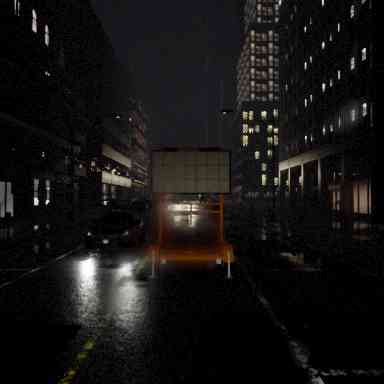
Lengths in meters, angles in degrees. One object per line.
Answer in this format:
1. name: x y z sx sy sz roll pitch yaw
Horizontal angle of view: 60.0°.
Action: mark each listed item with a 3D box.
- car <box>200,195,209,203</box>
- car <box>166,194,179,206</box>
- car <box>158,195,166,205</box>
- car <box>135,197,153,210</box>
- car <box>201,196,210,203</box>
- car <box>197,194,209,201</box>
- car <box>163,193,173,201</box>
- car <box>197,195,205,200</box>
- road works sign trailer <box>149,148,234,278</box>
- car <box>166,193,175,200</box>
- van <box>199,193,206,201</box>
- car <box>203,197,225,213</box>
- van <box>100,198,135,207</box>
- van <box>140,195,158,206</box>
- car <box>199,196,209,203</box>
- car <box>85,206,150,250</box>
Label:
1. car: 2.586 1.519 47.910 1.887 1.381 4.507 1 0 0
2. car: -3.138 1.529 54.778 1.994 1.385 4.181 0 0 0
3. car: -5.810 1.518 53.705 2.008 1.369 4.403 1 0 0
4. car: -5.768 1.552 36.610 1.947 1.339 4.313 1 0 0
5. car: 2.599 1.532 42.212 2.008 1.369 4.403 1 0 0
6. car: 2.547 1.264 65.005 2.192 1.841 5.009 1 0 0
7. car: -5.876 1.234 82.199 2.192 1.841 5.009 1 0 0
8. car: 2.462 1.474 87.796 1.947 1.339 4.313 1 0 0
9. road works sign trailer: -0.025 0.465 10.128 2.380 3.560 2.880 0 0 0
10. car: -5.904 1.212 93.594 2.192 1.841 5.009 1 0 0
11. van: 2.514 1.261 82.098 1.690 1.788 3.998 1 0 0
12. car: 2.614 1.537 36.514 2.008 1.369 4.403 1 0 0
13. van: -5.735 1.335 25.209 1.690 1.788 3.998 1 0 0
14. van: -5.777 1.322 42.307 1.690 1.788 3.998 1 0 0
15. car: 2.528 1.491 70.702 2.008 1.369 4.403 1 0 0
16. car: -3.137 1.525 14.387 1.812 1.442 4.674 0 0 0
